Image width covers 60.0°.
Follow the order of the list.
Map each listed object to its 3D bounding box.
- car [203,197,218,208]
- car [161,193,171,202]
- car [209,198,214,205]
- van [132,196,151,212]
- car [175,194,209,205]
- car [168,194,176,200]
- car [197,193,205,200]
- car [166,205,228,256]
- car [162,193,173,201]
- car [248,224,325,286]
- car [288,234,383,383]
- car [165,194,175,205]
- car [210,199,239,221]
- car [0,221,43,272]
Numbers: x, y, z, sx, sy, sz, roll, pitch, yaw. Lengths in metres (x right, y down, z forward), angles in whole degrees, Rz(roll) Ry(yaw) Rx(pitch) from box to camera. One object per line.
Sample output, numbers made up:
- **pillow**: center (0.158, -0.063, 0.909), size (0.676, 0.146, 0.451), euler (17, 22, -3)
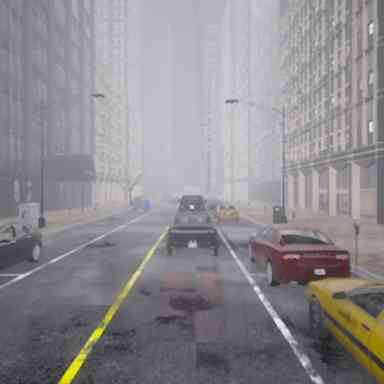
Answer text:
- **car**: center (2.687, 1.514, 49.112), size (1.947, 1.339, 4.313), euler (0, 0, 0)
- **car**: center (-5.692, 1.450, 71.909), size (1.887, 1.381, 4.507), euler (0, 0, 0)
- **car**: center (2.687, 1.531, 37.716), size (1.947, 1.339, 4.313), euler (0, 0, 0)
- **van**: center (-5.695, 1.307, 37.720), size (1.690, 1.788, 3.998), euler (0, 0, 0)
- **car**: center (0.030, 1.202, 26.983), size (2.150, 2.045, 5.566), euler (0, 0, 1)
- **car**: center (-5.692, 1.287, 94.702), size (1.967, 1.590, 4.097), euler (0, 0, 0)
- **car**: center (2.388, 1.217, 89.202), size (2.097, 1.767, 4.553), euler (0, 0, 0)
- **car**: center (0.043, 1.484, 13.054), size (2.128, 1.511, 4.902), euler (0, 0, 1)
- **car**: center (-5.693, 1.207, 77.607), size (2.192, 1.841, 5.009), euler (0, 0, 0)
- **car**: center (2.685, 1.540, 9.224), size (1.887, 1.381, 4.507), euler (0, 0, 0)
- **car**: center (2.685, 1.523, 3.695), size (1.752, 1.417, 4.829), euler (0, 0, 0)
- **car**: center (-3.055, 1.481, 57.660), size (2.033, 1.411, 5.357), euler (0, 0, 1)
- **car**: center (2.686, 1.505, 26.489), size (1.752, 1.417, 4.829), euler (0, 0, 0)
- **car**: center (-5.695, 1.546, 9.226), size (2.008, 1.369, 4.403), euler (0, 0, 0)
